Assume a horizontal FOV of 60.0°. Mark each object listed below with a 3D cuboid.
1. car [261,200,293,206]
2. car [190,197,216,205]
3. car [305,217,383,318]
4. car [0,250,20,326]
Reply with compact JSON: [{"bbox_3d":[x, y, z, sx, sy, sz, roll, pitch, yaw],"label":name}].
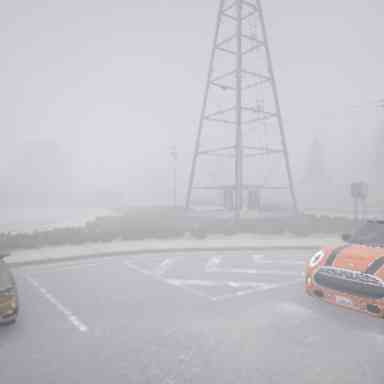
[{"bbox_3d":[9.064,1.544,34.924,1.994,1.385,4.181,0,0,-34],"label":"car"},{"bbox_3d":[1.341,1.456,51.387,5.008,1.535,1.882,0,0,32],"label":"car"},{"bbox_3d":[4.524,1.347,7.201,4.553,1.767,2.097,0,0,-35],"label":"car"},{"bbox_3d":[-4.485,1.505,6.281,1.816,1.474,4.193,0,0,-35],"label":"car"}]
